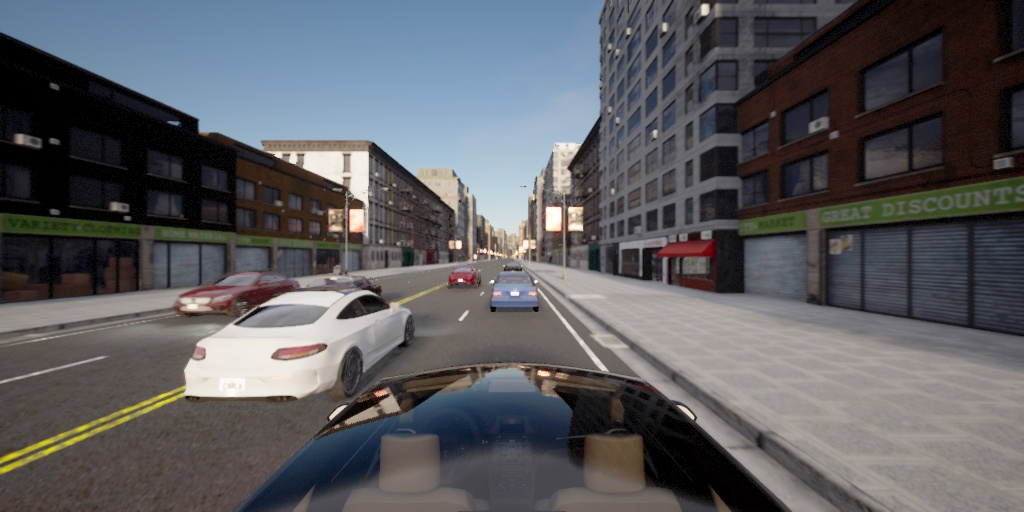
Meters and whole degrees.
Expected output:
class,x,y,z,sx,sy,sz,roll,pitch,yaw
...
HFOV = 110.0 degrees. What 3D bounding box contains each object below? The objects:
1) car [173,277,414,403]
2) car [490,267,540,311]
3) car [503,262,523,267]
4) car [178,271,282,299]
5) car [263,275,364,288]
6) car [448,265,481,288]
class,x,y,z,sx,sy,sz,roll,pitch,yaw
car,-3.149,1.289,6.343,1.812,1.442,4.674,0,0,0
car,0.095,1.335,14.655,2.033,1.411,5.357,0,0,0
car,0.095,1.336,36.954,1.882,1.535,5.008,0,0,0
car,-9.770,1.309,13.315,1.812,1.442,4.674,0,0,0
car,-6.521,1.385,13.230,1.895,1.301,4.718,0,0,0
car,-3.153,1.342,24.298,1.812,1.442,4.674,0,0,0
